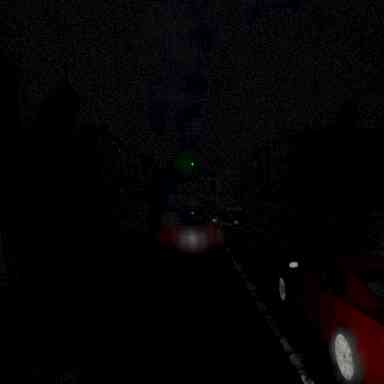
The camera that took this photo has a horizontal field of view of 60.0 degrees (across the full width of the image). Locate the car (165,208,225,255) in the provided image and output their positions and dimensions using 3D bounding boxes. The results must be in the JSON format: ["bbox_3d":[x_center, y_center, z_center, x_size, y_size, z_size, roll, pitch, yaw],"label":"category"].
[{"bbox_3d":[0.048,1.561,13.257,1.994,1.385,4.181,0,0,1],"label":"car"}]

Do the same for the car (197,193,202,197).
[{"bbox_3d":[2.619,1.561,76.426,1.887,1.381,4.507,-1,0,0],"label":"car"}]

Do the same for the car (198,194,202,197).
[{"bbox_3d":[2.620,1.593,65.361,1.802,1.307,4.206,-1,0,0],"label":"car"}]

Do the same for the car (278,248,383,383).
[{"bbox_3d":[2.622,1.543,5.214,1.887,1.381,4.507,-1,0,0],"label":"car"}]

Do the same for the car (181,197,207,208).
[{"bbox_3d":[0.054,1.476,28.017,1.882,1.535,5.008,0,0,1],"label":"car"}]

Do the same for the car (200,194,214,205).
[{"bbox_3d":[2.620,1.550,54.296,1.887,1.381,4.507,-1,0,0],"label":"car"}]

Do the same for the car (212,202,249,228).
[{"bbox_3d":[2.622,1.547,21.851,2.008,1.369,4.403,-1,0,0],"label":"car"}]

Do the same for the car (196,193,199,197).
[{"bbox_3d":[2.617,1.459,81.959,1.967,1.590,4.097,-1,0,0],"label":"car"}]

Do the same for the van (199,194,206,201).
[{"bbox_3d":[2.614,1.363,87.491,1.690,1.788,3.998,-1,0,0],"label":"van"}]
